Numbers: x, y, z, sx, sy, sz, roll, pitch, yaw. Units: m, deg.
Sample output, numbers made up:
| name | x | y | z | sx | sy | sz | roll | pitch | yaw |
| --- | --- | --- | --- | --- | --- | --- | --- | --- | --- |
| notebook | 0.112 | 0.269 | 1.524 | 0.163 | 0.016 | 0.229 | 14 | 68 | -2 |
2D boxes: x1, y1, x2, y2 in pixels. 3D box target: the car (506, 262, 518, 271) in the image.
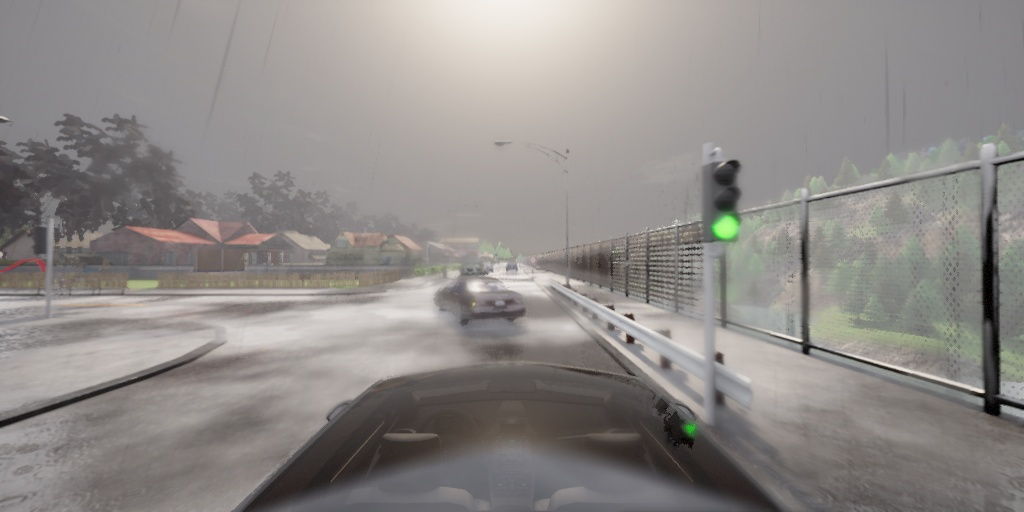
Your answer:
| name | x | y | z | sx | sy | sz | roll | pitch | yaw |
| --- | --- | --- | --- | --- | --- | --- | --- | --- | --- |
| car | -0.008 | 1.807 | 64.022 | 2.097 | 1.767 | 4.553 | 0 | -1 | 0 |

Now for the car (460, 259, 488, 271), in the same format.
| name | x | y | z | sx | sy | sz | roll | pitch | yaw |
| --- | --- | --- | --- | --- | --- | --- | --- | --- | --- |
| car | -4.097 | 1.381 | 37.946 | 2.150 | 2.045 | 5.566 | 0 | -1 | 0 |

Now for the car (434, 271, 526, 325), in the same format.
| name | x | y | z | sx | sy | sz | roll | pitch | yaw |
| --- | --- | --- | --- | --- | --- | --- | --- | --- | --- |
| car | -1.341 | 1.420 | 12.566 | 2.033 | 1.411 | 5.357 | 0 | -1 | -23 |

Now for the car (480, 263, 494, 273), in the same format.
| name | x | y | z | sx | sy | sz | roll | pitch | yaw |
| --- | --- | --- | --- | --- | --- | --- | --- | --- | --- |
| car | -4.007 | 1.914 | 58.187 | 1.812 | 1.442 | 4.674 | 0 | -1 | 0 |

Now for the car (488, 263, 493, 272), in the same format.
| name | x | y | z | sx | sy | sz | roll | pitch | yaw |
| --- | --- | --- | --- | --- | --- | --- | --- | --- | --- |
| car | -4.061 | 1.823 | 48.184 | 2.033 | 1.411 | 5.357 | 0 | -1 | 0 |
